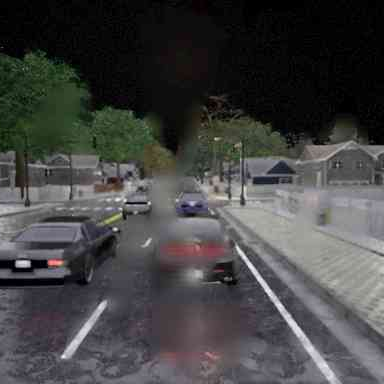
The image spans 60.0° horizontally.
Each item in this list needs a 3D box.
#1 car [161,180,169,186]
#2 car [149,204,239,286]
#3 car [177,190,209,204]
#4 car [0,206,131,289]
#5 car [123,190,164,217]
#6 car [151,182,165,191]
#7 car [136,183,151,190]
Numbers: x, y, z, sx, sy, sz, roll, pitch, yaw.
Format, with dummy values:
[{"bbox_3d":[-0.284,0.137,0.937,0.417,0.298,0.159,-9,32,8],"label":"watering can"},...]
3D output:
[{"bbox_3d":[-6.814,-1.989,82.280,2.150,2.045,5.566,0,3,0],"label":"car"},{"bbox_3d":[0.068,1.282,8.716,1.837,1.490,4.892,0,1,0],"label":"car"},{"bbox_3d":[0.078,0.709,23.160,2.097,1.767,4.553,0,2,2],"label":"car"},{"bbox_3d":[-3.174,1.328,8.707,2.033,1.411,5.357,0,1,-1],"label":"car"},{"bbox_3d":[-3.233,0.902,21.516,2.128,1.511,4.902,0,2,0],"label":"car"},{"bbox_3d":[-6.756,-0.688,66.922,1.812,1.442,4.674,0,3,0],"label":"car"},{"bbox_3d":[-10.007,-0.653,66.905,1.994,1.385,4.181,0,3,0],"label":"car"}]
